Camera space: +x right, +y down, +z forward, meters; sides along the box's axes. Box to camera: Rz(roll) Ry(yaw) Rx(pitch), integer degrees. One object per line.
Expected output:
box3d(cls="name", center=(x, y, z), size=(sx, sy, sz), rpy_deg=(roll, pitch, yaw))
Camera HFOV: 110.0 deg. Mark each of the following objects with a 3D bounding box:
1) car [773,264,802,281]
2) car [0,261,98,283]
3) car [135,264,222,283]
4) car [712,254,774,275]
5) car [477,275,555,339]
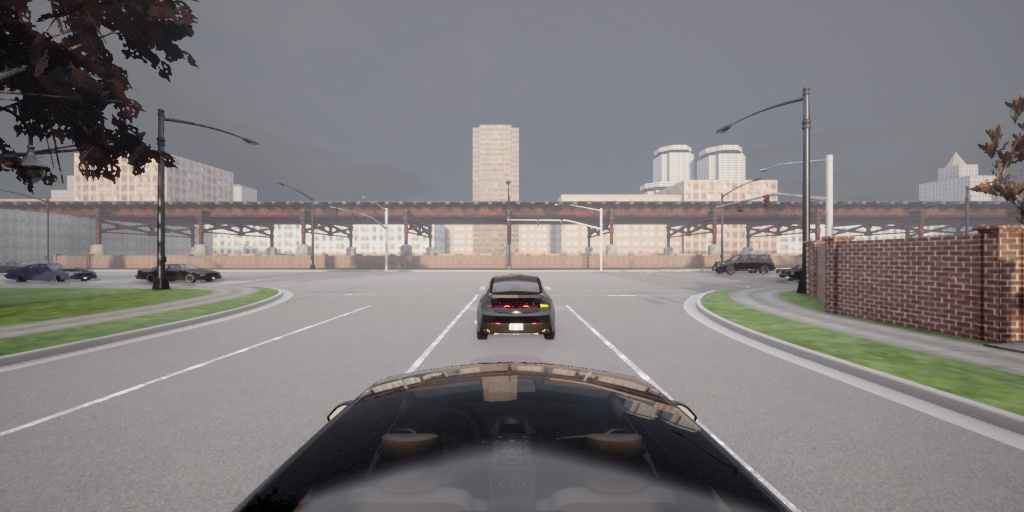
box3d(cls="car", center=(22.201, 1.229, 25.978), size=(4.718, 1.301, 1.895), rpy_deg=(-1, 0, 2))
box3d(cls="car", center=(-35.347, 1.297, 27.576), size=(5.357, 1.411, 2.033), rpy_deg=(0, 0, 2))
box3d(cls="car", center=(-25.299, 1.297, 27.260), size=(5.357, 1.411, 2.033), rpy_deg=(0, 0, 2))
box3d(cls="car", center=(23.556, 0.835, 36.631), size=(5.566, 2.045, 2.150), rpy_deg=(-1, 0, 3))
box3d(cls="car", center=(0.093, 1.256, 10.030), size=(1.837, 1.490, 4.892), rpy_deg=(0, 0, 0))
